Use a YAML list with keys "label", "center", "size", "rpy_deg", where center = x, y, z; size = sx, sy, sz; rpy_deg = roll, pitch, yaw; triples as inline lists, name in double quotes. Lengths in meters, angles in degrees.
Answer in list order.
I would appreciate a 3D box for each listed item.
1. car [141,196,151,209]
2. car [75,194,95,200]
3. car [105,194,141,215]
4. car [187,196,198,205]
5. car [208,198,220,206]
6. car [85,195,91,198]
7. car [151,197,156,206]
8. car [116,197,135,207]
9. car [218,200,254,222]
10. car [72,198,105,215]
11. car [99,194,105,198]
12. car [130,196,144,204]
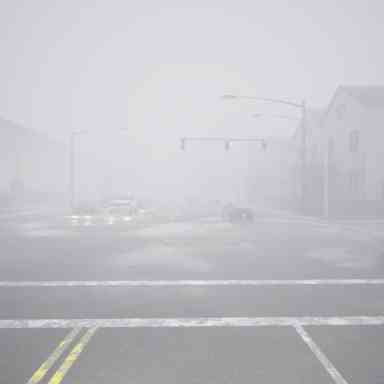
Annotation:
- label: "car"
  center: [-7.060, 1.505, 44.243]
  size: [1.837, 1.490, 4.892]
  rpy_deg: [0, 0, 0]
- label: "car"
  center: [-28.890, 1.452, 89.760]
  size: [2.038, 1.542, 4.974]
  rpy_deg: [0, 0, 29]
- label: "car"
  center: [-7.070, 1.221, 34.691]
  size: [2.150, 2.045, 5.566]
  rpy_deg: [0, 0, 0]
- label: "car"
  center: [0.052, 1.491, 58.646]
  size: [2.128, 1.511, 4.902]
  rpy_deg: [0, 0, 0]
- label: "car"
  center: [3.640, 1.600, 54.211]
  size: [1.895, 1.301, 4.718]
  rpy_deg: [0, 0, 0]
- label: "car"
  center: [-28.105, 1.452, 84.393]
  size: [2.038, 1.542, 4.974]
  rpy_deg: [0, 0, -36]
- label: "car"
  center: [-7.040, 1.477, 54.631]
  size: [1.882, 1.535, 5.008]
  rpy_deg: [0, 0, 0]
- label: "car"
  center: [-10.549, 1.547, 53.166]
  size: [2.033, 1.411, 5.357]
  rpy_deg: [0, 0, 0]
- label: "car"
  center: [3.540, 1.532, 26.294]
  size: [1.812, 1.442, 4.674]
  rpy_deg: [0, 0, -5]
- label: "car"
  center: [-10.570, 1.564, 33.662]
  size: [1.994, 1.385, 4.181]
  rpy_deg: [0, 0, 0]
- label: "car"
  center: [-10.562, 1.221, 42.921]
  size: [2.150, 2.045, 5.566]
  rpy_deg: [0, 0, 0]
- label: "car"
  center: [-10.488, 1.525, 63.248]
  size: [1.812, 1.442, 4.674]
  rpy_deg: [0, 0, 1]
